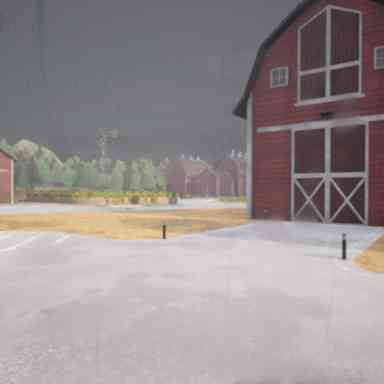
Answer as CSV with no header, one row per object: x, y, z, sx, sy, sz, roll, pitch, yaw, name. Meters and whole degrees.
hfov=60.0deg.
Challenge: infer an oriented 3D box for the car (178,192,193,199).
-1.818,1.088,93.067,1.932,1.855,4.605,0,0,35,car
